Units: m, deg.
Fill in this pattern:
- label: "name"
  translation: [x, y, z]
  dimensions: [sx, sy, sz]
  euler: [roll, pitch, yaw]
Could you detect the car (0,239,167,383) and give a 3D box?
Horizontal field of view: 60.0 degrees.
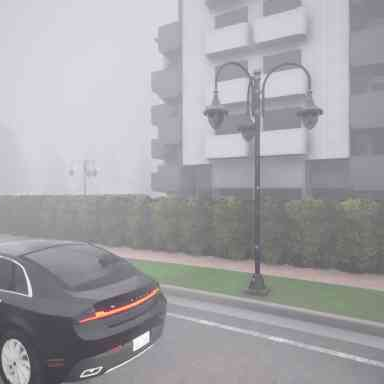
- label: "car"
  translation: [-2.681, 1.505, 5.149]
  dimensions: [4.892, 1.490, 1.837]
  euler: [0, 0, 31]
